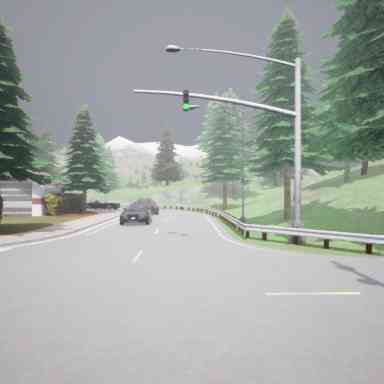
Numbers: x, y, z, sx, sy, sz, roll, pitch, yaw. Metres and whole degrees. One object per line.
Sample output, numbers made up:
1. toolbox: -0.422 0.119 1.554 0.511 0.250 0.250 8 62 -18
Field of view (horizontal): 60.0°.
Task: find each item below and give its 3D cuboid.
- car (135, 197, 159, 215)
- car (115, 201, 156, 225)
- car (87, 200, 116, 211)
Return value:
1. car: -4.792 1.352 33.860 2.097 1.767 4.553 0 0 -19
2. car: -3.967 1.564 24.069 1.994 1.385 4.181 0 0 -2
3. car: -11.360 1.608 41.604 4.718 1.301 1.895 0 0 14
